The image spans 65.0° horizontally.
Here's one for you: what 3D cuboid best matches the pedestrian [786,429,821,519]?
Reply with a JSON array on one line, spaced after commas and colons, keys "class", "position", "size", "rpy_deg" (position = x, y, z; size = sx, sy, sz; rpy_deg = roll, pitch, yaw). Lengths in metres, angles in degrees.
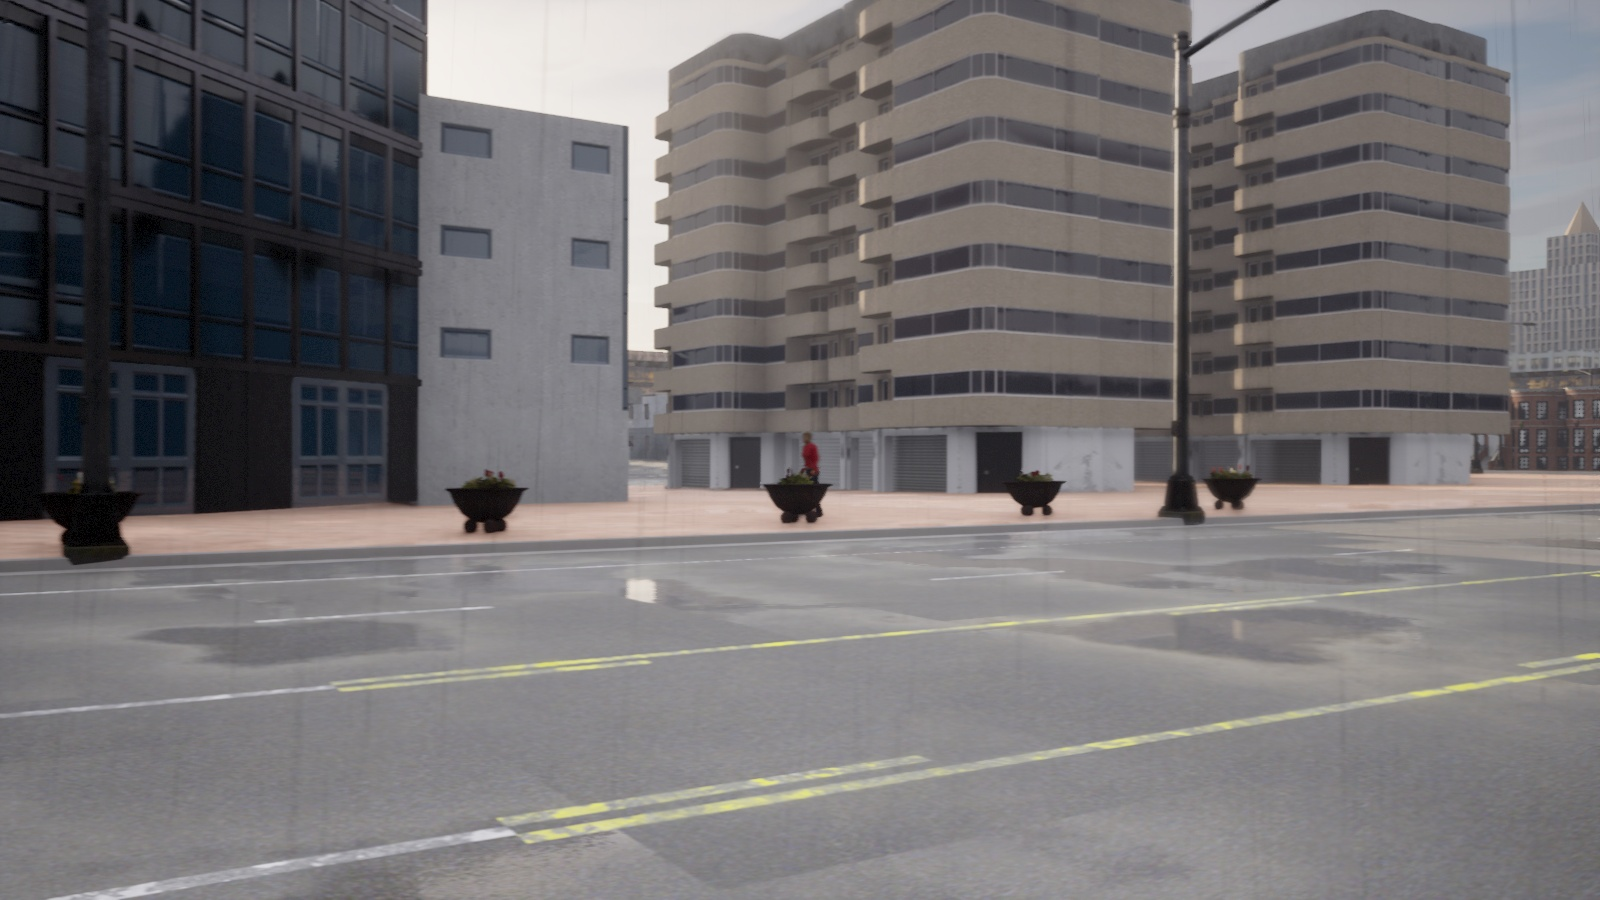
[{"class": "pedestrian", "position": [0.074, 0.485, 26.101], "size": [0.636, 1.846, 0.331], "rpy_deg": [0, 0, -30]}]
